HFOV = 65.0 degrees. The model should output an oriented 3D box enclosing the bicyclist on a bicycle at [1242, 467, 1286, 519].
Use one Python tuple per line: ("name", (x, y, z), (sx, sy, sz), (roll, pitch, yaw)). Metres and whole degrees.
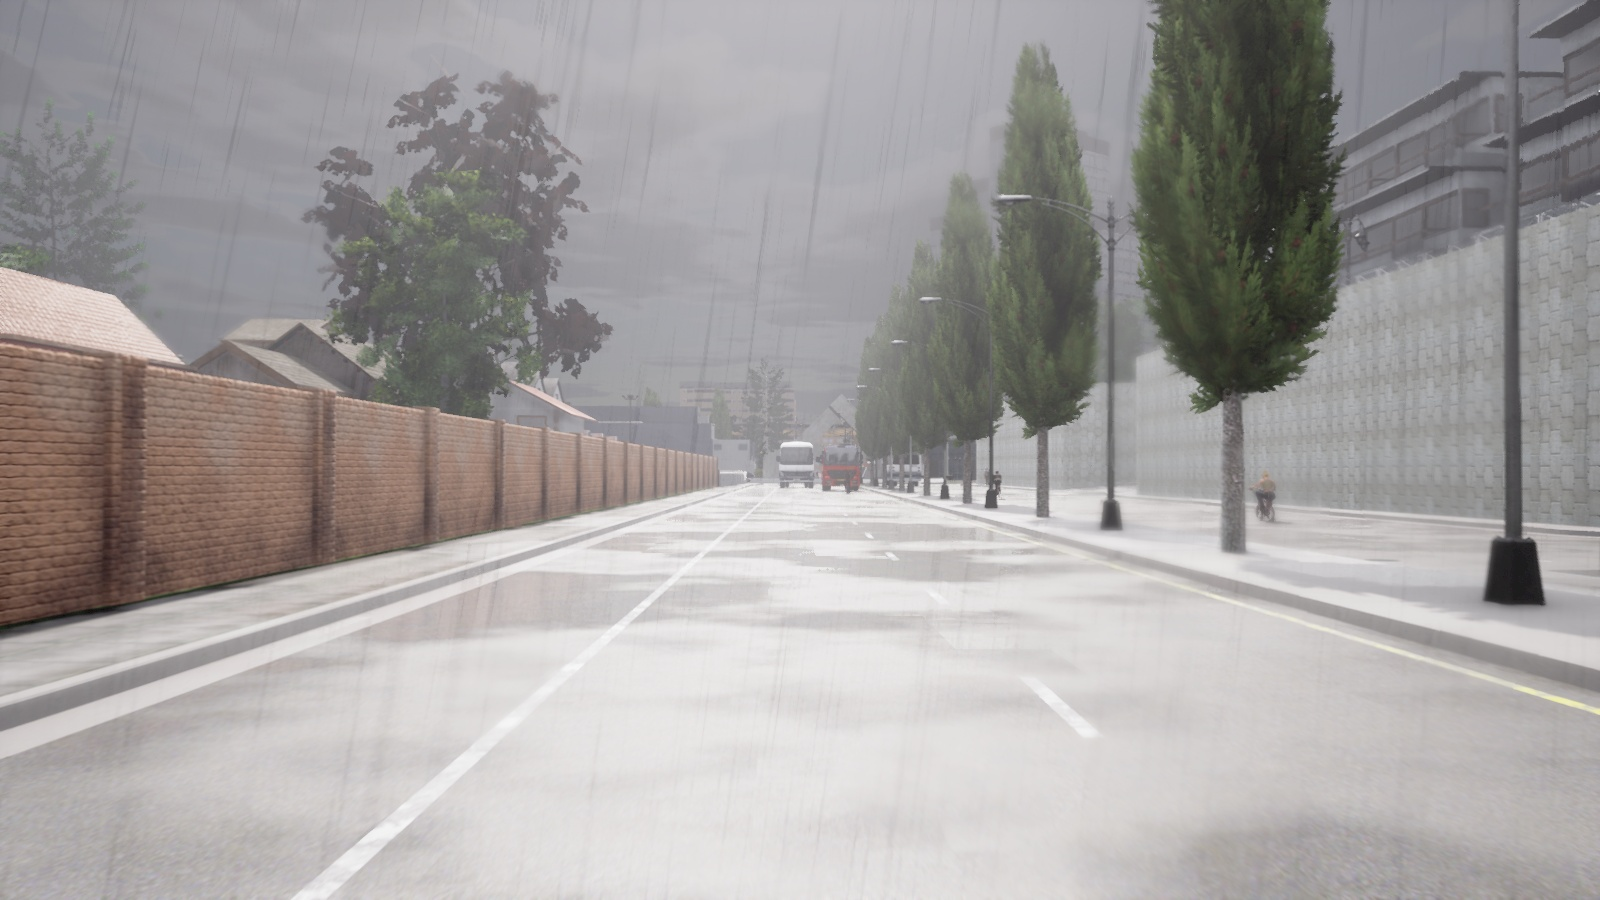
("bicyclist on a bicycle", (14.894, 1.367, 40.336), (0.866, 1.612, 1.509), (0, -1, 0))
